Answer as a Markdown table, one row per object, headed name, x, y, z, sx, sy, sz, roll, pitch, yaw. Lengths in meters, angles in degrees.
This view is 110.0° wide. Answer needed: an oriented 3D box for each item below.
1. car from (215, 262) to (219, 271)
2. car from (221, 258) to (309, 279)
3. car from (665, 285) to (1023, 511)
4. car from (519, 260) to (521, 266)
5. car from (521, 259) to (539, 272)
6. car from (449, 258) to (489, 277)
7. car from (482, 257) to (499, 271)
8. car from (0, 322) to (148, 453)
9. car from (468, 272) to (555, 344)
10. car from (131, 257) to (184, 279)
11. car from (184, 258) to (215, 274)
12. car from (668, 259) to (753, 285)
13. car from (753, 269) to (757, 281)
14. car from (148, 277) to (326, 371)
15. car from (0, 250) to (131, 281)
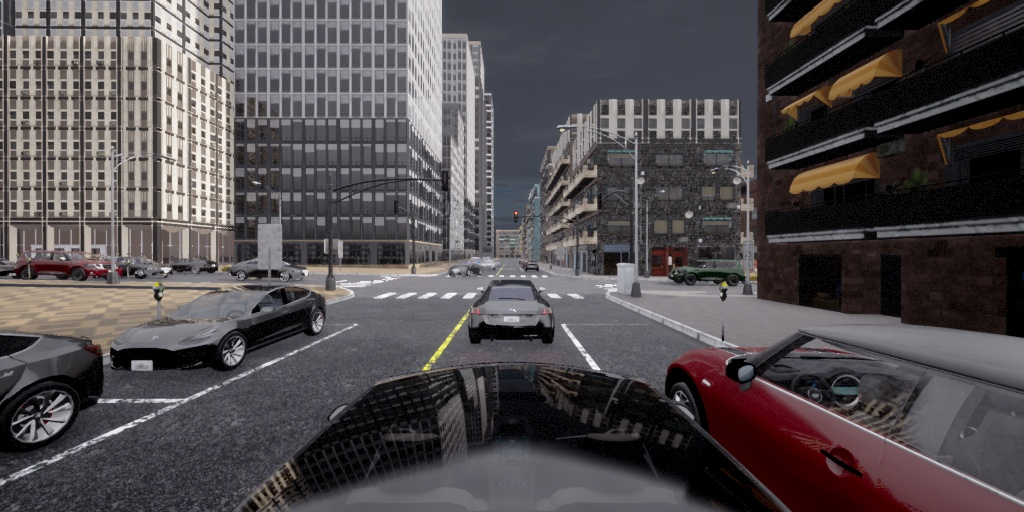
| name | x | y | z | sx | sy | sz | roll | pitch | yaw |
| --- | --- | --- | --- | --- | --- | --- | --- | --- | --- |
| car | -22.122 | 0.880 | 30.753 | 4.829 | 1.417 | 1.751 | 0 | 0 | -1 |
| car | -16.791 | 0.959 | 24.954 | 4.902 | 1.511 | 2.128 | 1 | 0 | -1 |
| car | 2.692 | 1.190 | 2.479 | 1.967 | 1.591 | 4.097 | 0 | 0 | 0 |
| car | 2.538 | 1.301 | 57.336 | 1.888 | 1.381 | 4.507 | 0 | 0 | 0 |
| car | 2.566 | 1.319 | 47.369 | 1.948 | 1.339 | 4.313 | 0 | 0 | 0 |
| car | -4.235 | 1.214 | 33.922 | 2.128 | 1.511 | 4.902 | 1 | -1 | 16 |
| car | -3.230 | 1.280 | 50.019 | 1.812 | 1.442 | 4.674 | 0 | 0 | 0 |
| car | -5.688 | 1.316 | 2.455 | 1.948 | 1.339 | 4.313 | 0 | 0 | 0 |
| car | -0.017 | 1.314 | 9.634 | 1.994 | 1.385 | 4.181 | 0 | 0 | 0 |
| car | -26.364 | 0.780 | 24.816 | 4.902 | 1.511 | 2.128 | 1 | 0 | -1 |
| car | -27.566 | 0.815 | 30.589 | 4.313 | 1.339 | 1.948 | 0 | 0 | -1 |
| car | 15.509 | 1.290 | 28.602 | 5.566 | 2.045 | 2.150 | 1 | 0 | -1 |
| car | 21.286 | 1.698 | 31.278 | 4.829 | 1.417 | 1.751 | 0 | 0 | -1 |
| car | -5.703 | 1.315 | 7.701 | 1.948 | 1.339 | 4.313 | 0 | 0 | 0 |
| car | -27.440 | 0.590 | 22.208 | 5.009 | 1.841 | 2.192 | 0 | 0 | -1 |
